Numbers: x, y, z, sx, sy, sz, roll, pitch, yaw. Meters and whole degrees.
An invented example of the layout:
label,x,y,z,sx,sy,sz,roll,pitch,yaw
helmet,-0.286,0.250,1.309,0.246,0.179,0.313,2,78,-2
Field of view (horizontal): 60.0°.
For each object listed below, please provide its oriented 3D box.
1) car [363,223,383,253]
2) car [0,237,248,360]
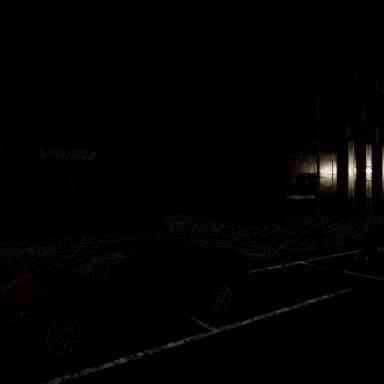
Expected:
label,x,y,z,sx,sy,sz,roll,pitch,yaw
car,8.198,1.567,12.462,4.313,1.339,1.947,0,0,-35
car,-0.994,1.545,5.936,4.507,1.381,1.887,0,0,-35
